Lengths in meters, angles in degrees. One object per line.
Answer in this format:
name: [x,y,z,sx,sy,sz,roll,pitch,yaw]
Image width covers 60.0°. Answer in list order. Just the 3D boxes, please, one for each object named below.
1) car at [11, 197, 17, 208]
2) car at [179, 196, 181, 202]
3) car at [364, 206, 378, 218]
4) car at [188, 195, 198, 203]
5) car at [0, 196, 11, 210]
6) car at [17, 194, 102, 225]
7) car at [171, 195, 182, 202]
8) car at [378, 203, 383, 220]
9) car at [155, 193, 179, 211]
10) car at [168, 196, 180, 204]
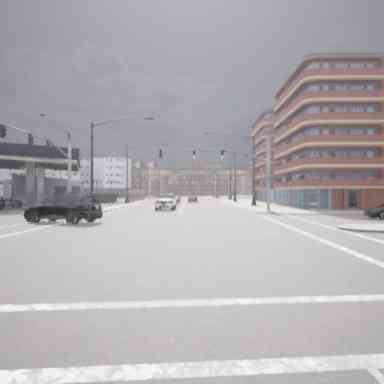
car: [-24.051,1.398,42.834,3.806,1.475,1.970,0,0,1]
car: [-3.229,1.479,50.836,2.033,1.411,5.357,0,0,0]
car: [16.670,1.468,27.176,4.892,1.490,1.837,0,0,0]
car: [0.175,1.401,67.206,2.128,1.511,4.902,0,0,-1]
car: [-23.331,1.245,37.083,4.611,1.667,2.242,0,0,1]
car: [-9.119,1.189,23.608,5.566,2.045,2.150,0,-1,17]
car: [-3.363,1.418,71.478,2.128,1.511,4.902,0,0,-1]
car: [16.290,1.569,23.700,4.718,1.301,1.895,0,0,-3]
car: [-3.139,1.167,40.539,2.150,2.045,5.566,0,0,2]
car: [-3.271,1.465,61.149,2.033,1.411,5.357,0,0,-1]
